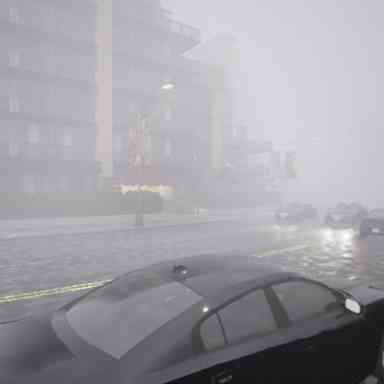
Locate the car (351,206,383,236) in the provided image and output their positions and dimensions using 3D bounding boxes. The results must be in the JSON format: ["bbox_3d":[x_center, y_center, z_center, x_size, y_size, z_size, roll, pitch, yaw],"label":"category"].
[{"bbox_3d":[9.680,1.520,16.355,1.812,1.442,4.674,0,0,43],"label":"car"}]

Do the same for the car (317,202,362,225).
[{"bbox_3d":[10.735,1.484,23.004,2.128,1.511,4.902,0,0,39],"label":"car"}]

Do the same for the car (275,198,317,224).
[{"bbox_3d":[7.931,1.482,25.100,2.128,1.511,4.902,0,0,39],"label":"car"}]

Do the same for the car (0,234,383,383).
[{"bbox_3d":[0.543,1.476,3.728,5.008,1.535,1.882,0,0,-36],"label":"car"}]
